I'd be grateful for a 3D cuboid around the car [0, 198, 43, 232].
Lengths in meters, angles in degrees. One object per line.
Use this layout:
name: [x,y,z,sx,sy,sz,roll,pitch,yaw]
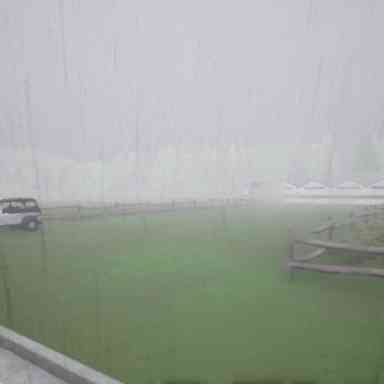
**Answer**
car: [-9.938,1.264,17.616,1.905,1.878,3.866,0,0,35]
